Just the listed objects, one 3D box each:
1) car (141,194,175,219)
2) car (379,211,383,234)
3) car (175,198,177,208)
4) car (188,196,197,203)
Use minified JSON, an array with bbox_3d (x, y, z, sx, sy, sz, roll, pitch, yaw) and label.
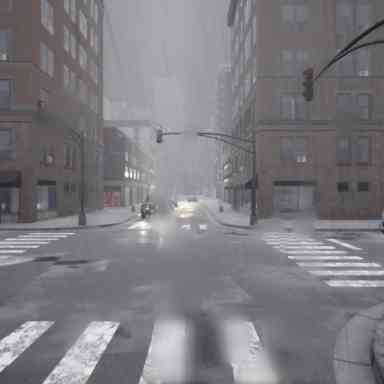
[{"bbox_3d":[-3.100,1.236,29.712,2.150,2.045,5.566,0,0,2],"label":"car"},{"bbox_3d":[11.041,1.617,14.610,4.718,1.301,1.895,0,0,2],"label":"car"},{"bbox_3d":[-3.120,1.546,39.385,1.812,1.442,4.674,0,0,0],"label":"car"},{"bbox_3d":[0.071,1.519,69.960,2.128,1.511,4.902,0,0,0],"label":"car"}]
